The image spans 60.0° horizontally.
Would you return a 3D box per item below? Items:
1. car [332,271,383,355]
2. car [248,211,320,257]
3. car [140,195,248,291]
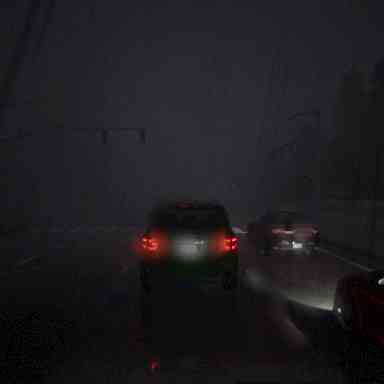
[{"bbox_3d":[3.425,1.564,4.043,1.994,1.385,4.181,0,0,-1],"label":"car"},{"bbox_3d":[3.336,1.491,12.951,2.128,1.511,4.902,0,0,0],"label":"car"},{"bbox_3d":[-0.098,1.221,9.194,2.150,2.045,5.566,0,0,-1],"label":"car"}]
